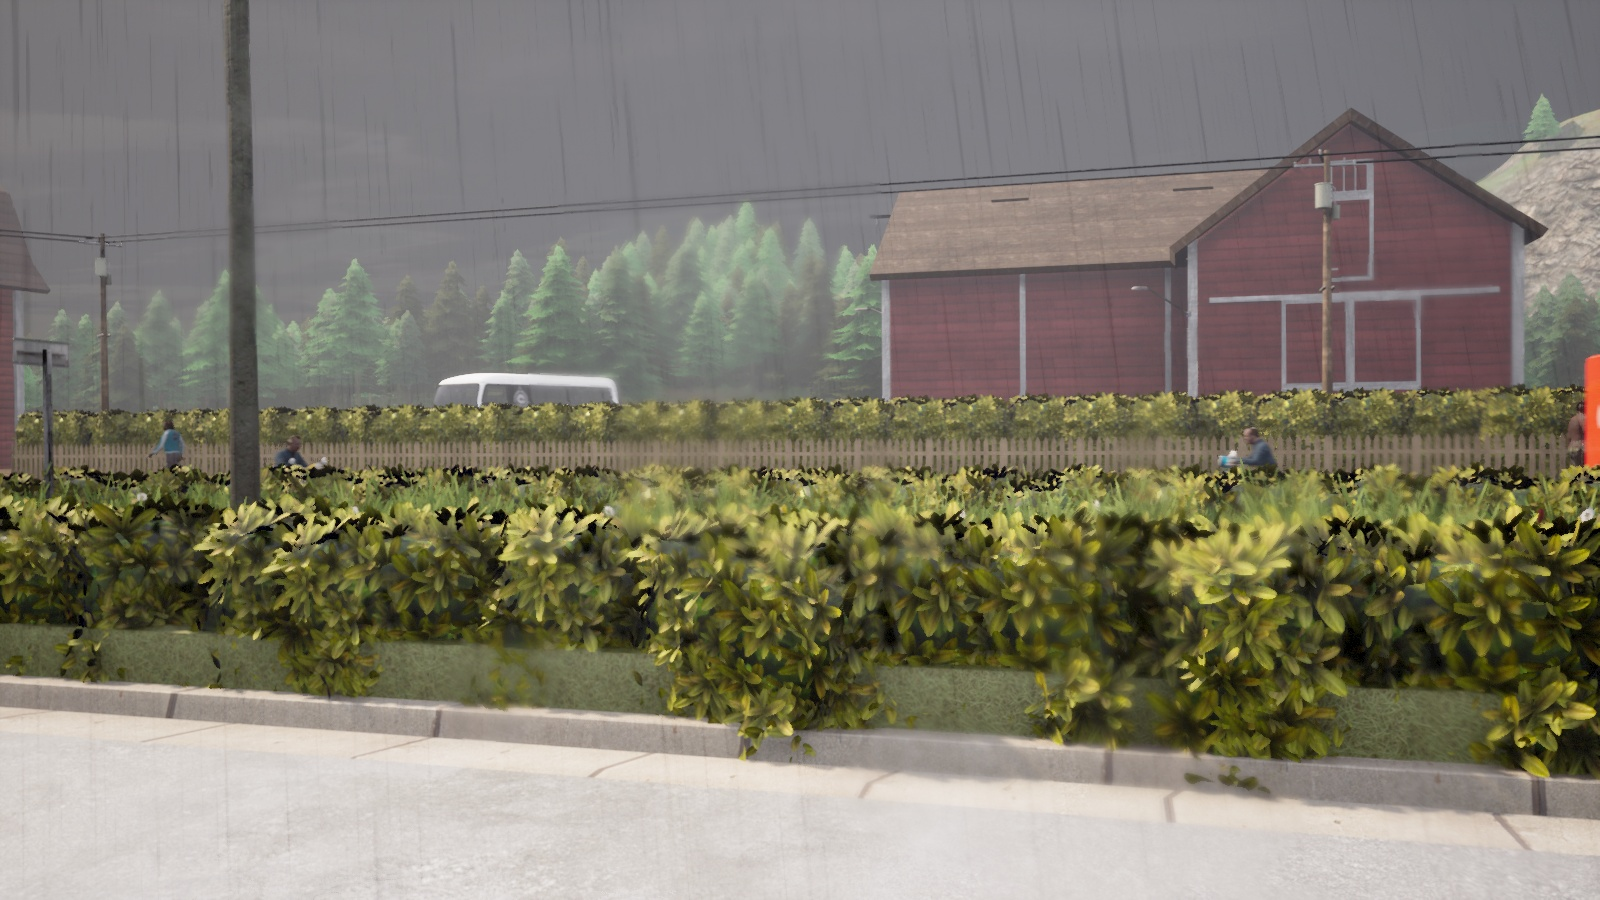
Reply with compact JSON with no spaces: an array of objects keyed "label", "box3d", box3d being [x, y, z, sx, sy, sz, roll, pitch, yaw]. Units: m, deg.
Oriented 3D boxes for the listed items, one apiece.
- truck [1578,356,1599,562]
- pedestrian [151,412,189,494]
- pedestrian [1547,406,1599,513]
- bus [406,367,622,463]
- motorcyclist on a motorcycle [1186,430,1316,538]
[{"label":"truck","box3d":[11.960,0.124,13.874,5.204,2.467,2.627,0,1,17]},{"label":"pedestrian","box3d":[-14.886,0.073,29.677,0.692,1.930,0.396,0,1,11]},{"label":"pedestrian","box3d":[13.183,0.159,21.235,0.869,1.805,0.328,0,1,10]},{"label":"bus","box3d":[-13.512,-1.615,60.541,3.944,4.253,10.273,0,1,34]},{"label":"motorcyclist on a motorcycle","box3d":[6.823,0.496,19.117,1.817,1.590,0.866,0,1,17]}]
